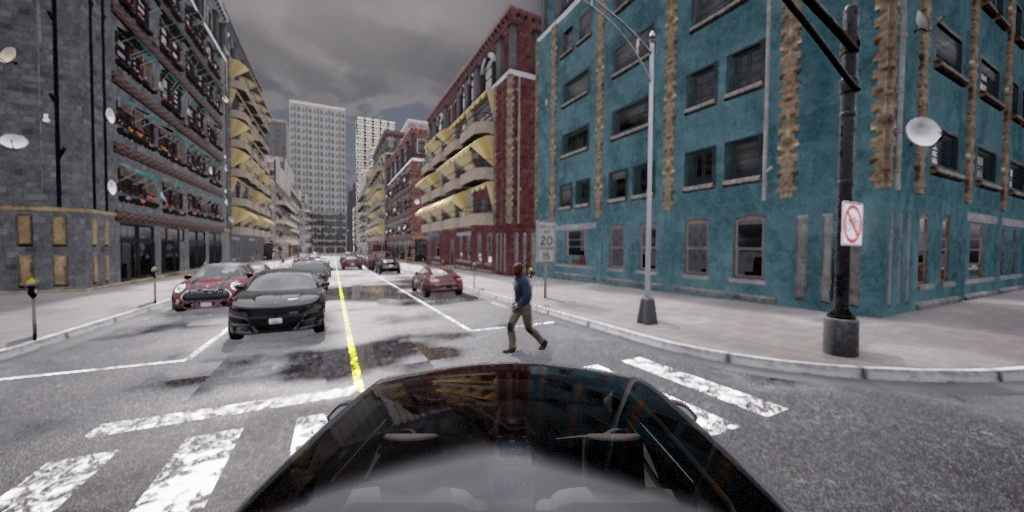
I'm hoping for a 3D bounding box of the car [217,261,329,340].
[{"bbox_3d":[-6.203,1.085,9.898,1.882,1.535,5.008,0,1,-27],"label":"car"}]

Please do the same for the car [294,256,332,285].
[{"bbox_3d":[-10.622,0.962,18.767,1.837,1.490,4.892,0,1,-27],"label":"car"}]

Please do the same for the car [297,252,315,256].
[{"bbox_3d":[-27.905,0.397,47.891,1.967,1.591,4.097,0,0,-27],"label":"car"}]

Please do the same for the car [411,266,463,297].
[{"bbox_3d":[-3.522,1.089,16.675,1.802,1.307,4.207,0,0,-27],"label":"car"}]

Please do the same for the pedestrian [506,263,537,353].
[{"bbox_3d":[0.184,0.961,7.008,0.375,1.860,0.375,-1,2,-26],"label":"pedestrian"}]

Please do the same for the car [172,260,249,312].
[{"bbox_3d":[-10.569,0.986,13.136,1.967,1.591,4.097,0,0,-27],"label":"car"}]

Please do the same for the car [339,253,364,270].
[{"bbox_3d":[-17.269,0.655,38.596,1.812,1.442,4.674,0,1,-26],"label":"car"}]

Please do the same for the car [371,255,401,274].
[{"bbox_3d":[-10.956,0.821,31.568,1.948,1.339,4.313,0,0,-27],"label":"car"}]

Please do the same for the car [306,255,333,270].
[{"bbox_3d":[-15.058,0.871,27.667,1.994,1.385,4.181,0,1,-27],"label":"car"}]

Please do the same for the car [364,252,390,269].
[{"bbox_3d":[-13.433,0.486,36.533,2.192,1.841,5.009,0,0,-27],"label":"car"}]
